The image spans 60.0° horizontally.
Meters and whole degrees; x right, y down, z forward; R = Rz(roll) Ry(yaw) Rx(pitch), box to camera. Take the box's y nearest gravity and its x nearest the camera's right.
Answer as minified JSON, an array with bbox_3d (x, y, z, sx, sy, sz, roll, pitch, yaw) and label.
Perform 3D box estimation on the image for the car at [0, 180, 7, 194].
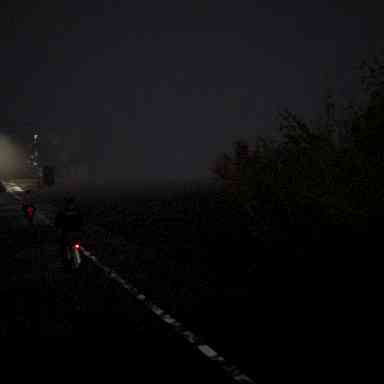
[{"bbox_3d":[-25.855,-0.488,44.418,1.994,1.385,4.181,-4,5,-31],"label":"car"}]

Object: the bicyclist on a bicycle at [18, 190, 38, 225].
[{"bbox_3d":[-7.522,0.689,15.352,0.866,1.612,1.509,-4,4,-30],"label":"bicyclist on a bicycle"}]

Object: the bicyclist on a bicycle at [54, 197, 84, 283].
[{"bbox_3d":[-2.704,0.972,7.310,0.659,1.776,1.843,-4,4,-31],"label":"bicyclist on a bicycle"}]
